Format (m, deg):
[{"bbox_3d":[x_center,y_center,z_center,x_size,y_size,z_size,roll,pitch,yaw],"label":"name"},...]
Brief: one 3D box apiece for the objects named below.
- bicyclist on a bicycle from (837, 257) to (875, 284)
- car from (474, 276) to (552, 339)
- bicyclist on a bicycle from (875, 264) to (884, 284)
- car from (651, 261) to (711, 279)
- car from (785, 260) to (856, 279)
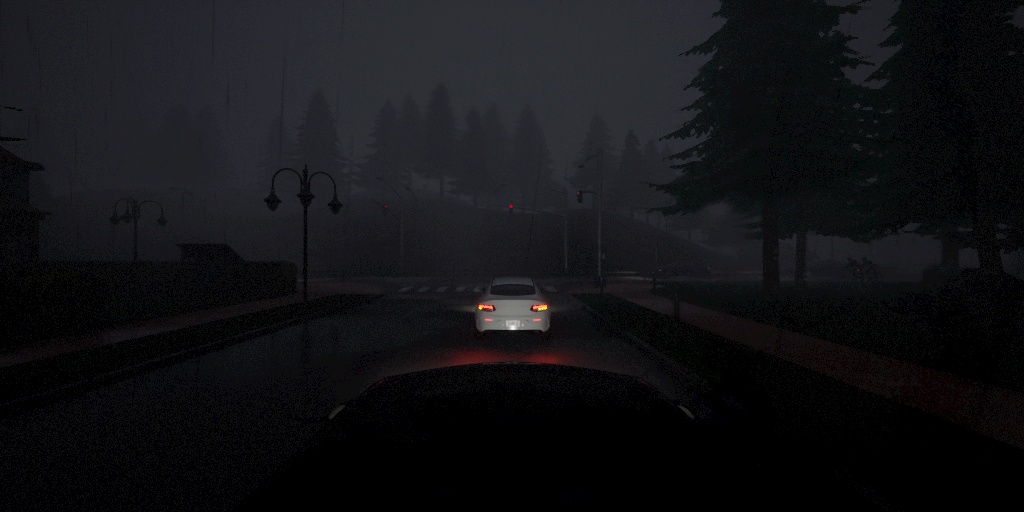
[{"bbox_3d":[21.127,0.891,22.240,0.582,1.620,1.656,0,0,-16],"label":"bicyclist on a bicycle"},{"bbox_3d":[0.020,1.276,9.955,1.812,1.442,4.674,0,0,0],"label":"car"},{"bbox_3d":[21.774,0.892,21.981,0.582,1.620,1.656,0,0,-14],"label":"bicyclist on a bicycle"},{"bbox_3d":[14.055,1.113,29.889,4.674,1.442,1.812,0,0,-1],"label":"car"},{"bbox_3d":[25.620,1.066,29.927,5.008,1.535,1.882,0,0,0],"label":"car"}]
